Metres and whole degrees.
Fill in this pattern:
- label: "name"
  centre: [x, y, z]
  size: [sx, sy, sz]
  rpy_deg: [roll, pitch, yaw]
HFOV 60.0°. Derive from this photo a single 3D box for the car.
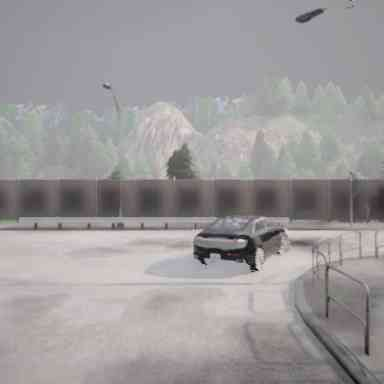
- label: "car"
  centre: [1.813, 1.512, 11.087]
  size: [2.128, 1.511, 4.902]
  rpy_deg: [-1, 0, 29]
